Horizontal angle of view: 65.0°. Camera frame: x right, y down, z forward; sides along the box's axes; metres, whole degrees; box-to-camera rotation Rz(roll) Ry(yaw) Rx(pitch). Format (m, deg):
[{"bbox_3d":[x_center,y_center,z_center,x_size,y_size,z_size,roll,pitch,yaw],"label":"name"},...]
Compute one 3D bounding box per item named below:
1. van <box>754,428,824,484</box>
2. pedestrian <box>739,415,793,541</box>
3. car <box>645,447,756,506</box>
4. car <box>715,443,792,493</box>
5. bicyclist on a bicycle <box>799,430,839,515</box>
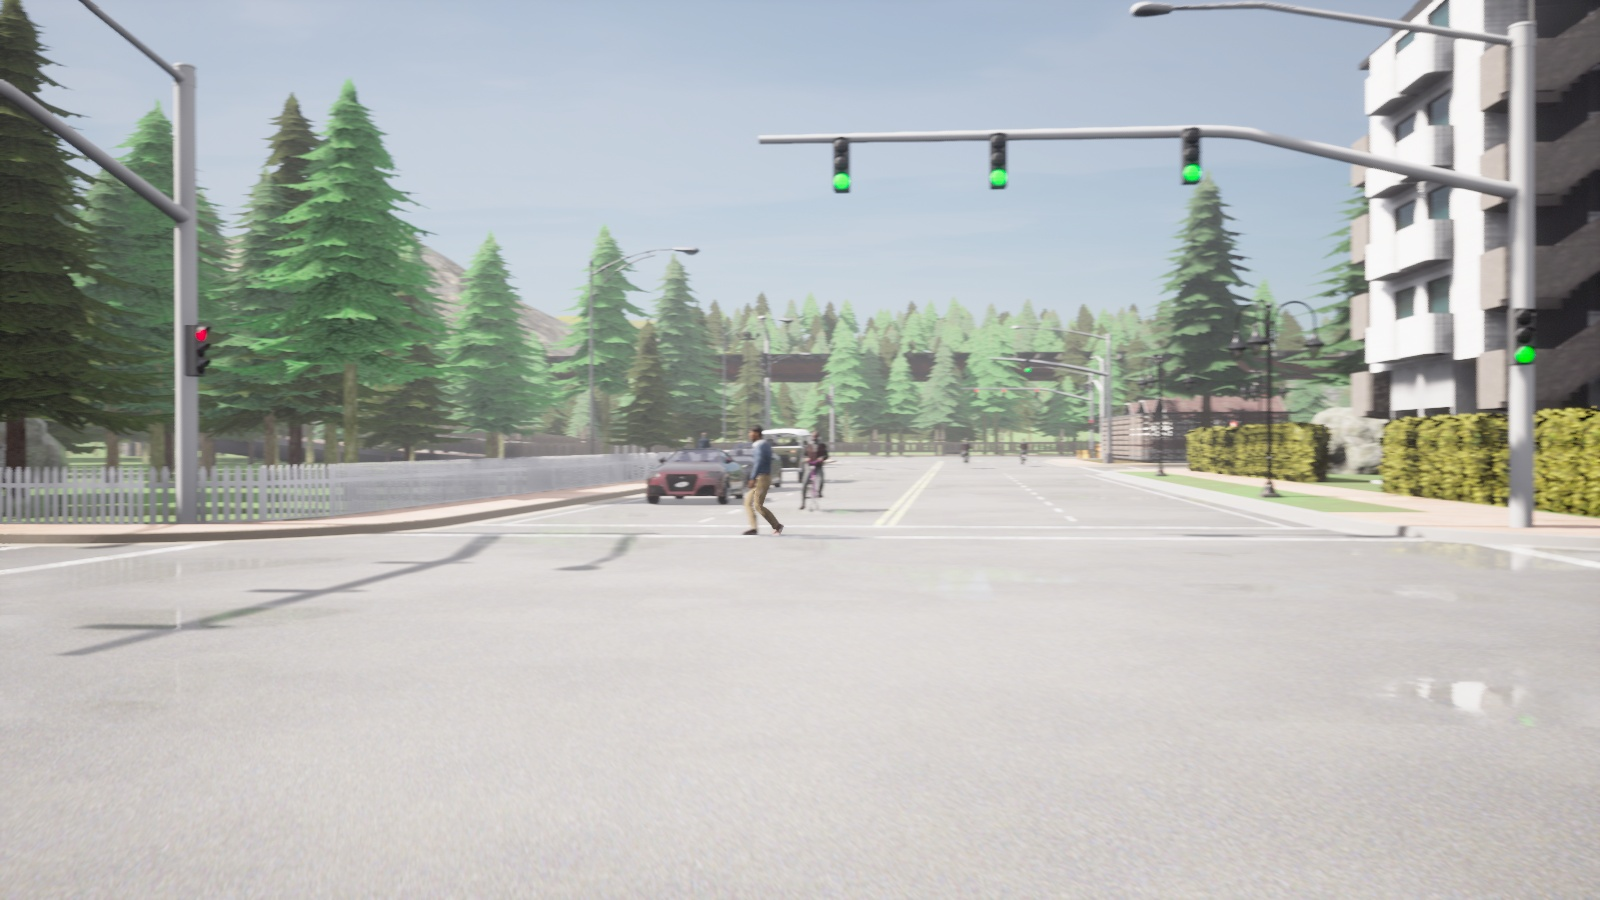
[{"bbox_3d":[-0.359,0.197,48.086,2.069,2.038,4.480,0,0,8],"label":"van"},{"bbox_3d":[-0.529,0.434,19.747,0.788,1.949,0.423,0,0,7],"label":"pedestrian"},{"bbox_3d":[-2.455,0.633,32.048,1.994,1.385,4.181,0,0,7],"label":"car"},{"bbox_3d":[-1.426,0.536,39.924,1.845,1.501,3.633,0,0,7],"label":"car"},{"bbox_3d":[0.425,0.463,27.070,0.659,1.776,1.843,0,0,7],"label":"bicyclist on a bicycle"}]
